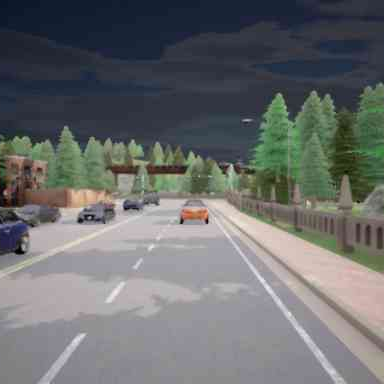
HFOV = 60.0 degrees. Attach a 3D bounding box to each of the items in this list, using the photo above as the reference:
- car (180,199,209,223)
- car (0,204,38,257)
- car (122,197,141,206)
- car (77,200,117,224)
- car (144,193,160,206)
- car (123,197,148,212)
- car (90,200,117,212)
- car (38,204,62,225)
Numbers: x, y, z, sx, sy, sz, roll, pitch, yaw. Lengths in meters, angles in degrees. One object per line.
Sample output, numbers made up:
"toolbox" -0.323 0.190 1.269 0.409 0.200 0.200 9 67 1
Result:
"car" 0.198 1.388 25.980 2.097 1.767 4.553 0 0 0
"car" -6.991 1.327 10.278 2.097 1.767 4.553 0 0 1
"car" -10.092 1.565 55.989 2.033 1.411 5.357 0 0 1
"car" -6.917 1.557 24.460 1.994 1.385 4.181 0 0 0
"car" -6.606 1.255 54.860 2.150 2.045 5.566 0 0 1
"car" -6.789 1.615 39.149 1.895 1.301 4.718 0 0 1
"car" -10.289 1.594 38.985 1.895 1.301 4.718 0 0 1
"car" -10.437 1.518 22.101 2.033 1.411 5.357 0 0 0
